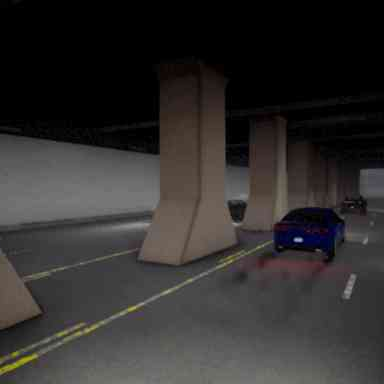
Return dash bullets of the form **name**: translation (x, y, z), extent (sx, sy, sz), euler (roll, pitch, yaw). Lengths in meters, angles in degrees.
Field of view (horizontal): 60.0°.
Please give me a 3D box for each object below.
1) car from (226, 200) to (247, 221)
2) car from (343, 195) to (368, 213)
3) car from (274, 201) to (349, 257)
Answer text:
- **car**: translation (2.845, 1.254, 23.941), extent (1.994, 1.385, 4.181), euler (0, 1, 30)
- **car**: translation (14.672, 1.053, 30.008), extent (2.128, 1.511, 4.902), euler (0, 1, 30)
- **car**: translation (4.525, 1.302, 12.435), extent (1.882, 1.535, 5.008), euler (0, 1, 30)
